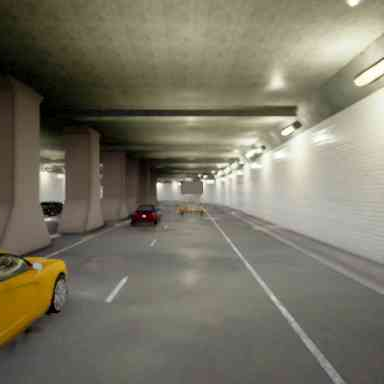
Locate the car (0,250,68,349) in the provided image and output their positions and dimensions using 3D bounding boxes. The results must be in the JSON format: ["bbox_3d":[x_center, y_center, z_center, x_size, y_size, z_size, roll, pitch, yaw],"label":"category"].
[{"bbox_3d":[-3.401,1.501,4.656,1.882,1.535,5.008,0,0,0],"label":"car"}]

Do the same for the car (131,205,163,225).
[{"bbox_3d":[-3.403,1.688,25.615,1.994,1.385,4.181,0,0,0],"label":"car"}]

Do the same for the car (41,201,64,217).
[{"bbox_3d":[-14.093,1.665,32.985,1.837,1.490,4.892,0,0,0],"label":"car"}]

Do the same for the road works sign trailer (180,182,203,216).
[{"bbox_3d":[-0.001,0.631,34.614,2.380,3.560,2.880,0,0,0],"label":"road works sign trailer"}]
